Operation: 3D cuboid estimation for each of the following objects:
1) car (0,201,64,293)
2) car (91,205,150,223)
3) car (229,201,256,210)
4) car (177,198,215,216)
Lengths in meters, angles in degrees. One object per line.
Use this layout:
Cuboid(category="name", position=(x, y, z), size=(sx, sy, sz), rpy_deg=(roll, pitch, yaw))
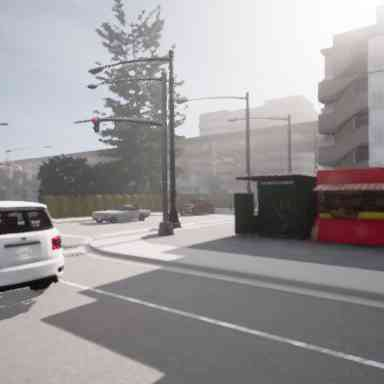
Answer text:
Cuboid(category="car", position=(-5.302, 1.234, 7.797), size=(5.566, 2.045, 2.150), rpy_deg=(-1, 0, 36))
Cuboid(category="car", position=(-5.518, 1.685, 26.118), size=(1.895, 1.301, 4.718), rpy_deg=(-1, 0, 36))
Cuboid(category="car", position=(6.546, 1.587, 42.708), size=(2.128, 1.511, 4.902), rpy_deg=(-1, 0, 36))
Cuboid(category="car", position=(0.442, 1.442, 34.333), size=(2.097, 1.767, 4.553), rpy_deg=(-1, 0, 36))
